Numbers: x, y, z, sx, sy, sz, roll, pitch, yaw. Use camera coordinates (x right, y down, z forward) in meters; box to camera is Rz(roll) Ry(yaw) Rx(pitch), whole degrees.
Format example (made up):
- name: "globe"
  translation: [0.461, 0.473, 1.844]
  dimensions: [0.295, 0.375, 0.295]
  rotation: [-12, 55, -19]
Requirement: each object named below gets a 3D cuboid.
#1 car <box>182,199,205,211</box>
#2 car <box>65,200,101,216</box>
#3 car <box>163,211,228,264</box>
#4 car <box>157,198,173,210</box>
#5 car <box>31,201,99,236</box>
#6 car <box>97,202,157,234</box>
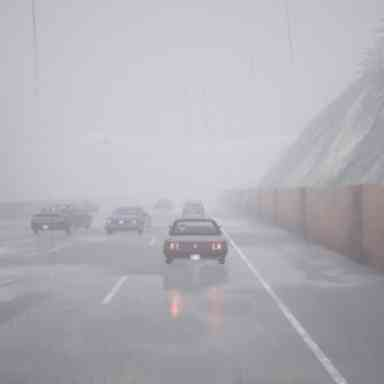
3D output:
- name: "car"
  translation: [0.112, 1.381, 29.401]
  dimensions: [2.128, 1.511, 4.902]
  rotation: [0, 0, 0]
- name: "car"
  translation: [-10.387, 1.481, 32.118]
  dimensions: [1.895, 1.301, 4.718]
  rotation: [0, 0, 0]
- name: "car"
  translation: [0.102, 1.557, 11.673]
  dimensions: [1.895, 1.301, 4.718]
  rotation: [0, 0, 0]
- name: "car"
  translation: [-3.387, 1.412, 40.605]
  dimensions: [1.994, 1.385, 4.181]
  rotation: [0, 0, 0]
- name: "car"
  translation: [-6.894, 1.424, 18.074]
  dimensions: [2.128, 1.511, 4.902]
  rotation: [0, 0, 0]
- name: "car"
  translation: [-3.394, 1.478, 18.482]
  dimensions: [2.033, 1.411, 5.357]
  rotation: [0, 0, 0]
